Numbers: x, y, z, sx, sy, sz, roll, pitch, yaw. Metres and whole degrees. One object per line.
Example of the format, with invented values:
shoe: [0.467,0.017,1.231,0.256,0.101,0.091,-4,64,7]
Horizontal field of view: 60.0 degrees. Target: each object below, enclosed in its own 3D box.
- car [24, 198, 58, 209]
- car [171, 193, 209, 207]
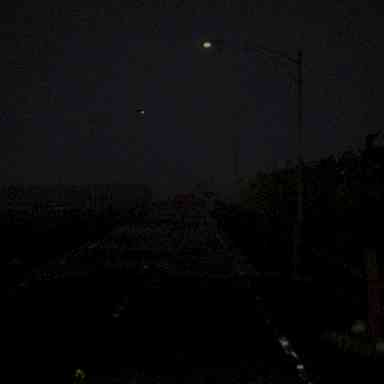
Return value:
car: [-22.395,1.715,49.408,4.892,1.490,1.837,2,0,0]
car: [-0.290,1.219,49.380,5.566,2.045,2.150,0,0,0]
